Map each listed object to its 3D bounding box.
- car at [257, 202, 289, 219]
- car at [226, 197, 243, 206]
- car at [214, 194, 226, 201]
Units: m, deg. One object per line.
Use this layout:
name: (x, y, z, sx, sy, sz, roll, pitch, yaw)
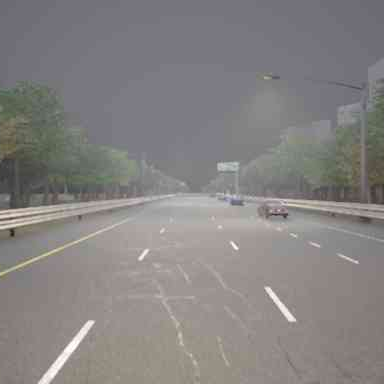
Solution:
car: (7.062, 1.563, 29.408, 2.033, 1.411, 5.357, 0, 0, 0)
car: (7.192, 1.533, 54.893, 1.882, 1.535, 5.008, 0, 0, 0)
car: (7.417, 1.409, 83.085, 2.097, 1.767, 4.553, 0, 0, 1)
